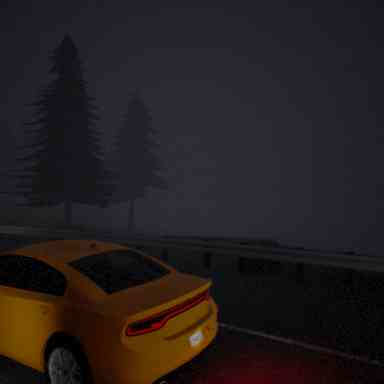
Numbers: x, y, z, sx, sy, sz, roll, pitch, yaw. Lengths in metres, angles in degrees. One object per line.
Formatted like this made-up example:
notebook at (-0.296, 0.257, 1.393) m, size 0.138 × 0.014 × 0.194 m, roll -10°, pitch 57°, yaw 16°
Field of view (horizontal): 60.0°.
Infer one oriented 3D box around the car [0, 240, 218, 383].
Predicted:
car at (-2.049, 1.480, 5.013) m, size 5.008 × 1.535 × 1.882 m, roll 0°, pitch 0°, yaw 32°
